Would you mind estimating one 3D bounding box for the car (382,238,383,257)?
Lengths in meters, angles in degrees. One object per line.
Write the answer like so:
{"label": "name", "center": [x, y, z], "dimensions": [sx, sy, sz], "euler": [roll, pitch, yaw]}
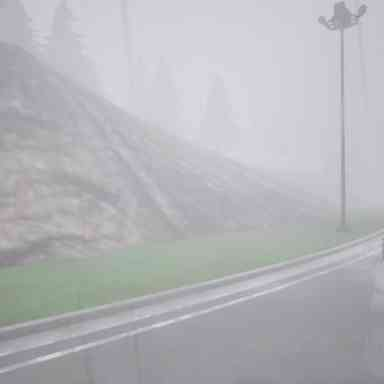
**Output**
{"label": "car", "center": [7.994, 1.503, 11.326], "dimensions": [1.837, 1.490, 4.892], "euler": [0, 0, 44]}
